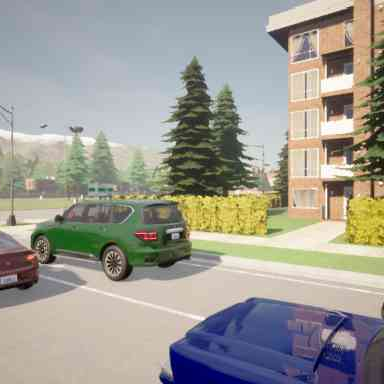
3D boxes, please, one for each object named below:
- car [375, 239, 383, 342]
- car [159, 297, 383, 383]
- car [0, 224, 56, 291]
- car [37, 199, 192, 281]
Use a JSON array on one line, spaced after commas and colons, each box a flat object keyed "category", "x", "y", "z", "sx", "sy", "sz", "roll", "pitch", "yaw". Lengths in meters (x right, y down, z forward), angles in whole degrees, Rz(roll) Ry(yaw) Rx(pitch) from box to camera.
[{"category": "car", "x": 5.073, "y": 1.564, "z": 4.678, "sx": 4.181, "sy": 1.385, "sz": 1.994, "roll": 0, "pitch": 0, "yaw": 35}, {"category": "car", "x": 2.036, "y": 1.601, "z": 2.543, "sx": 4.718, "sy": 1.301, "sz": 1.895, "roll": 0, "pitch": 0, "yaw": 35}, {"category": "car", "x": -5.403, "y": 1.526, "z": 7.790, "sx": 4.674, "sy": 1.442, "sz": 1.812, "roll": 0, "pitch": 0, "yaw": 36}, {"category": "car", "x": -2.599, "y": 1.221, "z": 10.083, "sx": 5.566, "sy": 2.045, "sz": 2.150, "roll": 0, "pitch": 0, "yaw": 36}]
